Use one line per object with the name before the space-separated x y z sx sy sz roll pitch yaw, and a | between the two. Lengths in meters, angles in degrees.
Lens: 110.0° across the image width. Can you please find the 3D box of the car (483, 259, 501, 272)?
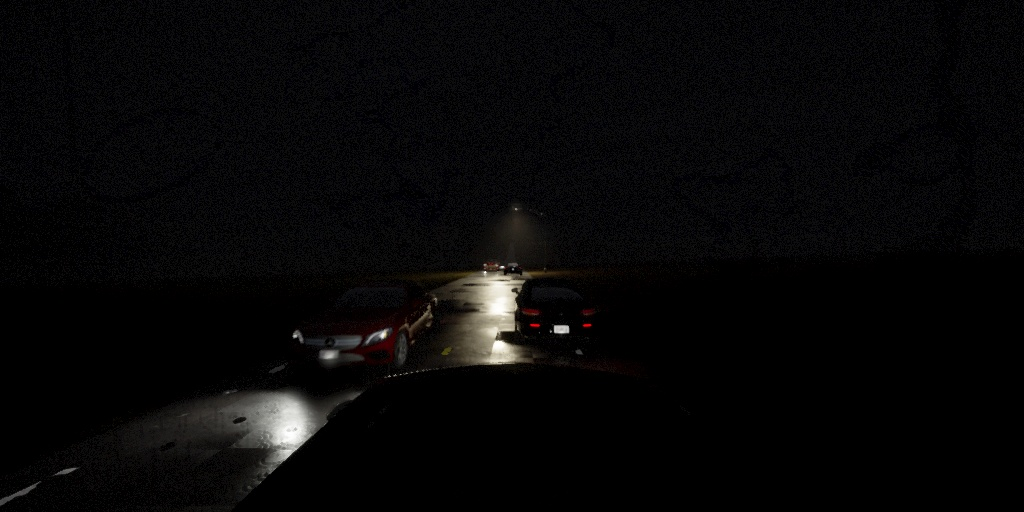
car | -2.787 1.211 49.494 2.097 1.767 4.553 0 0 0

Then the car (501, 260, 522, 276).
car | 0.121 1.371 38.934 1.994 1.385 4.181 0 0 1

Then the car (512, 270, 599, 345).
car | 0.973 1.271 9.327 1.812 1.442 4.674 0 0 0

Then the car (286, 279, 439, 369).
car | -2.841 1.271 7.902 1.812 1.442 4.674 0 0 0
